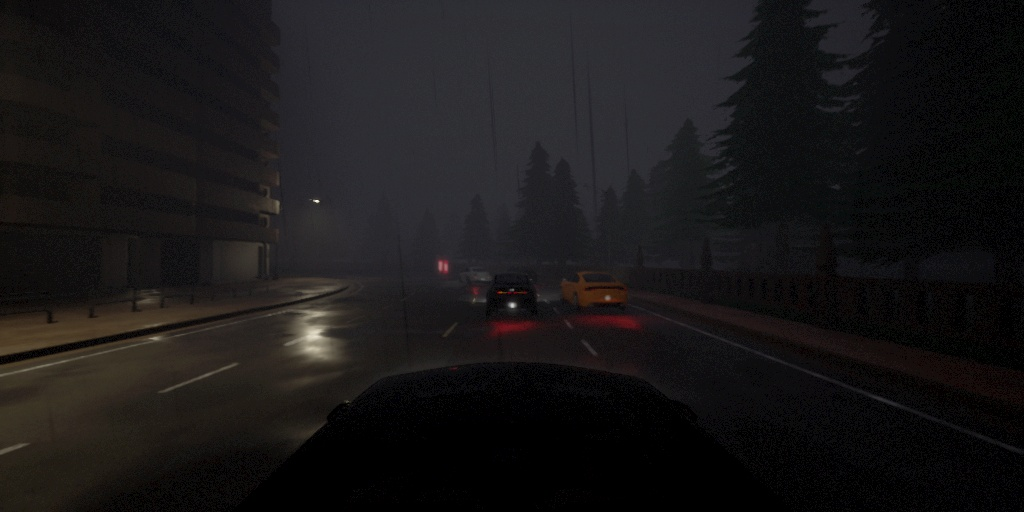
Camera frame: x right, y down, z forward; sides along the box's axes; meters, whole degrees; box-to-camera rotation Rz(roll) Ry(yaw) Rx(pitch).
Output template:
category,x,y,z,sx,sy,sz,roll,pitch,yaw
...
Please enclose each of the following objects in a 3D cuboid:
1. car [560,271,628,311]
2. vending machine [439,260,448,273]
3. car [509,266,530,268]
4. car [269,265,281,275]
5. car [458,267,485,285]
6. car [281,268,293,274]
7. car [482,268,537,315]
category,x,y,z,sx,sy,sz,roll,pitch,yaw
car,3.344,1.393,15.508,1.882,1.535,5.008,0,0,-3
vending machine,-9.869,1.540,51.567,0.880,2.100,1.100,0,0,40
car,0.490,1.598,30.310,1.837,1.490,4.892,1,0,-21
car,-33.584,1.643,47.320,4.553,1.767,2.097,0,-1,12
car,-3.154,1.613,30.026,1.812,1.442,4.674,0,-1,-22
car,-33.829,1.936,50.973,4.718,1.301,1.895,0,-1,11
car,-0.083,1.407,14.356,1.837,1.490,4.892,0,0,-2
